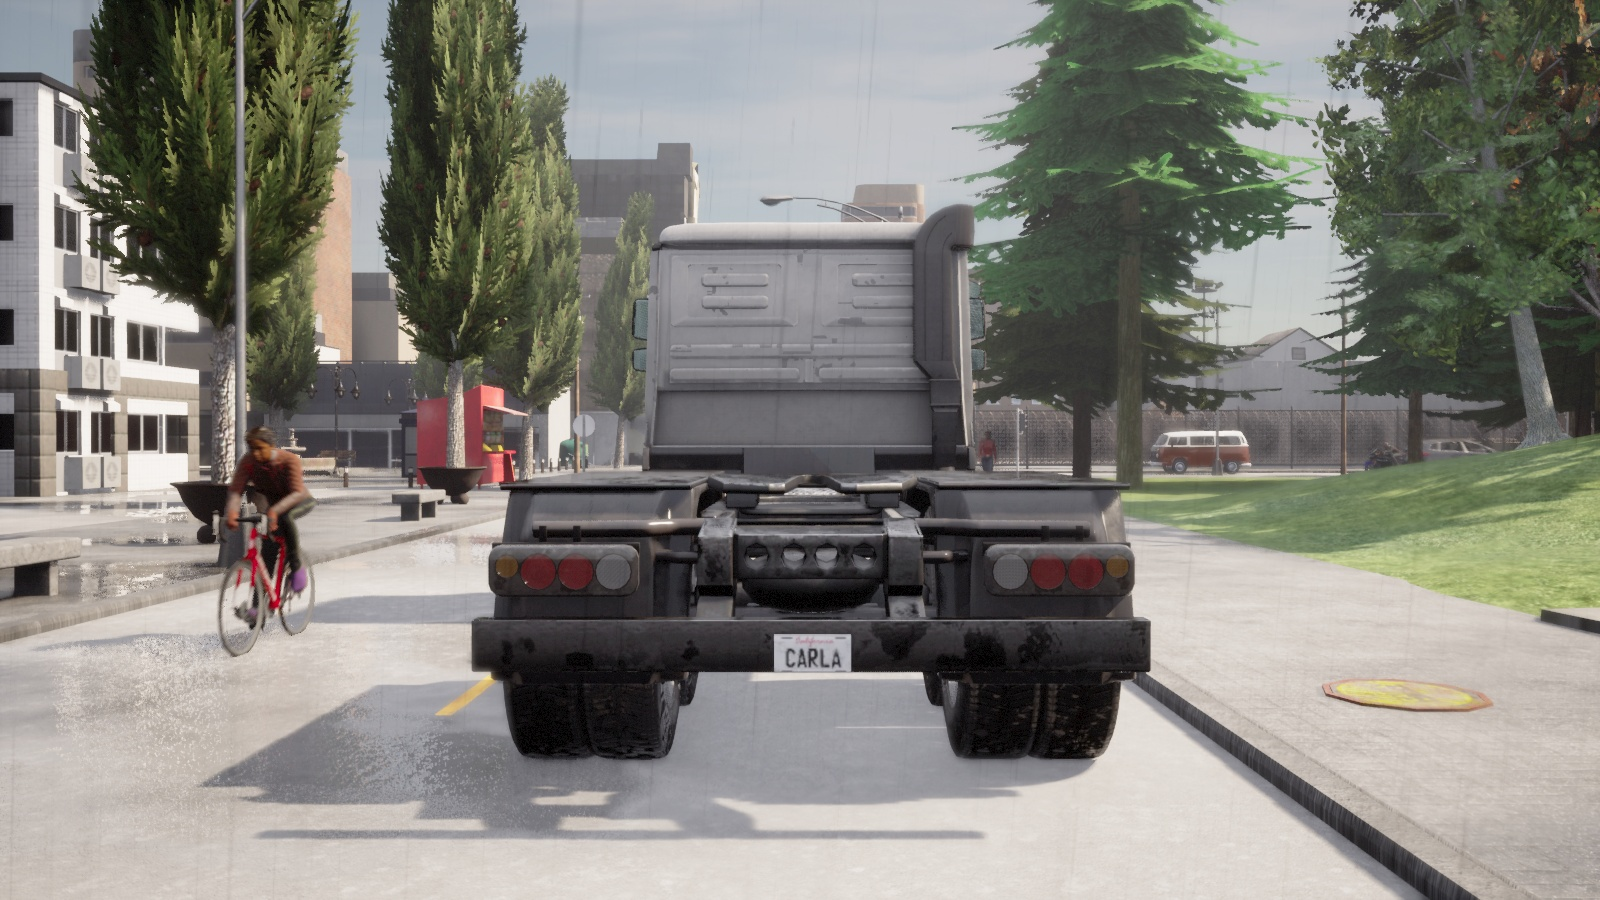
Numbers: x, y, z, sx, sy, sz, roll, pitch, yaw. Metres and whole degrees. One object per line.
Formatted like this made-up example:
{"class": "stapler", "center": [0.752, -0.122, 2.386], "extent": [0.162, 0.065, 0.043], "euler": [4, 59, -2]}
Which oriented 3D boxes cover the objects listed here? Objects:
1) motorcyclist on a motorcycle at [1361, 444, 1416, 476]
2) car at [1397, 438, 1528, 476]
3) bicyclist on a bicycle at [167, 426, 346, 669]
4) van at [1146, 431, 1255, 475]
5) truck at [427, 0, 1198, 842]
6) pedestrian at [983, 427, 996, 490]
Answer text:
{"class": "motorcyclist on a motorcycle", "center": [27.907, 0.468, 59.590], "extent": [2.191, 1.530, 0.866], "euler": [0, 0, 0]}
{"class": "car", "center": [29.264, 0.302, 55.581], "extent": [4.611, 1.667, 2.242], "euler": [0, 0, 0]}
{"class": "bicyclist on a bicycle", "center": [-3.933, 0.644, 9.222], "extent": [0.582, 1.620, 1.656], "euler": [0, 1, 0]}
{"class": "van", "center": [18.968, 0.149, 59.629], "extent": [4.480, 2.038, 2.069], "euler": [0, 0, 0]}
{"class": "truck", "center": [0.066, -0.284, 8.680], "extent": [2.891, 3.462, 7.936], "euler": [0, 0, 0]}
{"class": "pedestrian", "center": [5.589, 0.251, 37.124], "extent": [0.331, 1.846, 0.636], "euler": [0, 0, 5]}
